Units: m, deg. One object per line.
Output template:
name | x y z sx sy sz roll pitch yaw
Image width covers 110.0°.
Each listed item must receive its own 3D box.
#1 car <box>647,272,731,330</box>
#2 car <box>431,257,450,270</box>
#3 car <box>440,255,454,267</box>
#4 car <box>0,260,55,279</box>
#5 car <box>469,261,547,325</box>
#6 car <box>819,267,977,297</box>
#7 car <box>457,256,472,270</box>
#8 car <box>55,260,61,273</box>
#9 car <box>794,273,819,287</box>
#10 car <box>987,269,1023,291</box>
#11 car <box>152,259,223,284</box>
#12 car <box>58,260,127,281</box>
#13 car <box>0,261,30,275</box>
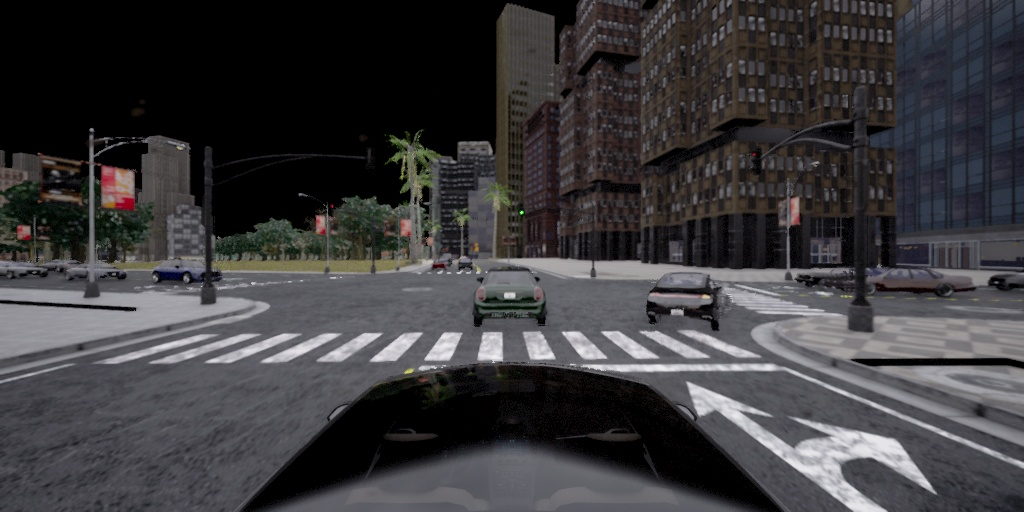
car | 5.669 1.251 11.397 2.128 1.511 4.902 -1 0 34
car | -9.215 1.104 45.621 1.895 1.301 4.718 0 1 -9
car | -10.279 0.974 54.361 1.994 1.385 4.181 0 1 -7
car | -42.756 1.234 31.120 4.181 1.385 1.994 0 0 14
car | -0.112 1.114 11.979 2.097 1.767 4.553 0 0 -1
car | 19.555 1.265 18.268 5.357 1.411 2.033 0 0 15
car | -6.027 1.047 46.126 2.033 1.411 5.357 0 1 -10
car | -50.317 1.135 40.049 4.902 1.511 2.128 0 0 15
car | 20.016 1.311 21.510 4.718 1.301 1.895 0 0 12
car | 29.018 1.213 19.122 4.892 1.490 1.837 0 0 15
car | -23.471 1.049 26.000 4.553 1.767 2.097 0 0 15
car | -33.085 1.247 28.551 4.181 1.385 1.994 0 0 14
car | -52.962 1.212 37.287 4.181 1.385 1.994 0 0 15
